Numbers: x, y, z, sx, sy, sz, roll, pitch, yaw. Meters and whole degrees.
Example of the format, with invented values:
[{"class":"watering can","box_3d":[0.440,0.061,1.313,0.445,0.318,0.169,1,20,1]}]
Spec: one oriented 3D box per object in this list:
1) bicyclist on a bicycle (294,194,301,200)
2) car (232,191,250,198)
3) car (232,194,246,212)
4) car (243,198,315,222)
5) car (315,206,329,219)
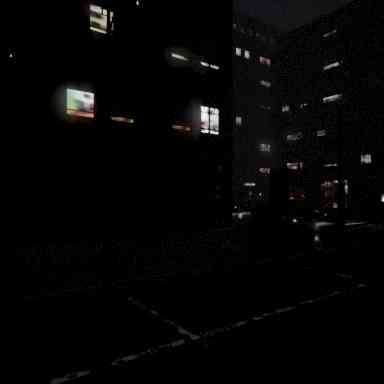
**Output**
[{"class":"bicyclist on a bicycle","box_3d":[11.435,1.011,36.160,1.656,1.620,0.582,0,1,-36]},{"class":"car","box_3d":[4.072,0.859,36.852,2.150,2.045,5.566,0,1,-36]},{"class":"car","box_3d":[2.705,1.167,33.307,1.837,1.490,4.892,0,1,-36]},{"class":"car","box_3d":[6.184,1.342,24.141,2.008,1.369,4.403,1,0,-36]},{"class":"car","box_3d":[8.201,1.317,25.785,1.812,1.442,4.674,0,1,-37]}]
